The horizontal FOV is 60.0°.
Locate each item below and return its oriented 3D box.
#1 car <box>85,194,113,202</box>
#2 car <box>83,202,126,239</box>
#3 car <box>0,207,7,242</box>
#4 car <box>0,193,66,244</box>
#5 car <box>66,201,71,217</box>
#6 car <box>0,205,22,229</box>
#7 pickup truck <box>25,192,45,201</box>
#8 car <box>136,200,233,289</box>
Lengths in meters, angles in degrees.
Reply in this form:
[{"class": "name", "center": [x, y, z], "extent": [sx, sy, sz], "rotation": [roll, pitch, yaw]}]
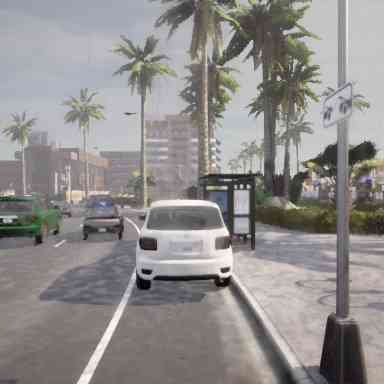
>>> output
[{"class": "car", "center": [-8.884, 1.219, 31.845], "extent": [2.150, 2.045, 5.566], "rotation": [0, 0, -23]}, {"class": "car", "center": [-4.514, 1.490, 17.329], "extent": [2.128, 1.511, 4.902], "rotation": [0, 0, -11]}, {"class": "car", "center": [-3.036, 1.222, 0.716], "extent": [2.150, 2.045, 5.566], "rotation": [0, 0, 0]}, {"class": "car", "center": [-7.770, 1.220, 15.830], "extent": [2.150, 2.045, 5.566], "rotation": [0, 0, -11]}, {"class": "car", "center": [-12.110, 1.539, 30.496], "extent": [2.033, 1.411, 5.357], "rotation": [0, 0, -23]}, {"class": "car", "center": [-12.903, 1.592, 22.095], "extent": [1.895, 1.301, 4.718], "rotation": [0, 0, -15]}, {"class": "pickup truck", "center": [-39.879, 1.062, 84.673], "extent": [2.390, 2.098, 6.274], "rotation": [0, 0, -1]}, {"class": "car", "center": [-0.340, 1.219, 9.382], "extent": [2.150, 2.045, 5.566], "rotation": [0, 0, -5]}]
